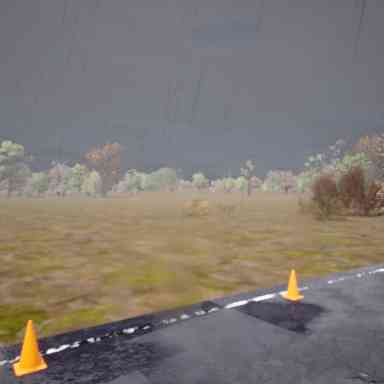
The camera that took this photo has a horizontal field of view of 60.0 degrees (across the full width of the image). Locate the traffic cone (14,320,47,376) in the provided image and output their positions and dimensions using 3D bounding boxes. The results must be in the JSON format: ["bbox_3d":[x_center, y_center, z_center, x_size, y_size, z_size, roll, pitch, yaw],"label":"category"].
[{"bbox_3d":[-2.065,1.941,4.255,0.340,0.580,0.340,0,0,-35],"label":"traffic cone"}]

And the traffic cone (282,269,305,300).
[{"bbox_3d":[2.161,1.942,7.093,0.340,0.580,0.340,0,0,-33],"label":"traffic cone"}]
